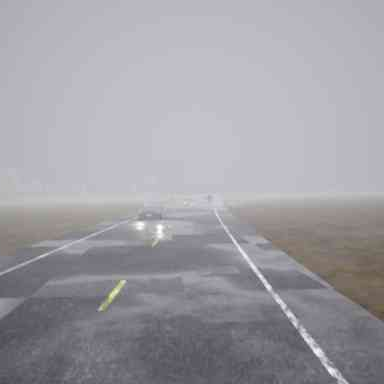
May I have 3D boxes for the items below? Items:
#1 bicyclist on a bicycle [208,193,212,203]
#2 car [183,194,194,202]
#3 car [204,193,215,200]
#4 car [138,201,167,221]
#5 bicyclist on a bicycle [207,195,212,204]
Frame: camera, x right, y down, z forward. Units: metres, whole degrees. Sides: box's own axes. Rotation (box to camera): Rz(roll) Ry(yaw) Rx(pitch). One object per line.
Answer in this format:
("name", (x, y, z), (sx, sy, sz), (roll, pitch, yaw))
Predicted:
("bicyclist on a bicycle", (3.429, 1.175, 62.953), (0.659, 1.776, 1.843), (0, 0, 4))
("car", (-0.686, 1.135, 67.613), (2.097, 1.767, 4.553), (0, 0, 5))
("car", (3.966, 1.186, 80.302), (1.882, 1.535, 5.008), (0, 0, 6))
("car", (-3.113, 1.447, 26.902), (1.812, 1.442, 4.674), (0, 0, 2))
("bicyclist on a bicycle", (2.770, 1.288, 53.731), (0.582, 1.620, 1.656), (0, 0, 4))
